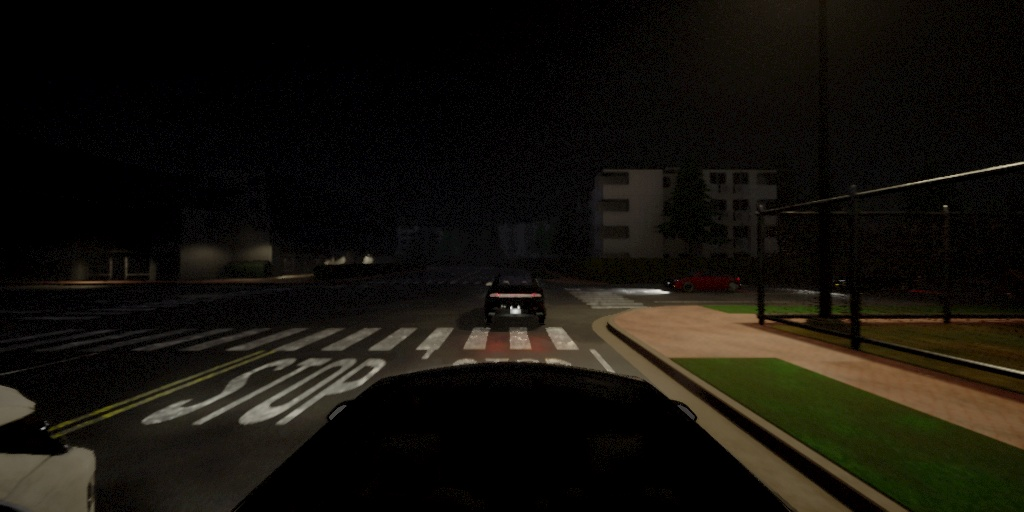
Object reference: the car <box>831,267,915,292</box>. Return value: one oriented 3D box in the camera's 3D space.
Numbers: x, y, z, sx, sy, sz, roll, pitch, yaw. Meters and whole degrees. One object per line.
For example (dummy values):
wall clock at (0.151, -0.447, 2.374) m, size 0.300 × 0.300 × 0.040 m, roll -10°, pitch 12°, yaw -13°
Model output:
car at (21.750, 1.418, 22.072) m, size 4.892 × 1.490 × 1.837 m, roll 0°, pitch -1°, yaw 0°

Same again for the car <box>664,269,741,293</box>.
car at (11.605, 1.478, 22.023) m, size 4.181 × 1.385 × 1.994 m, roll 0°, pitch -1°, yaw 0°

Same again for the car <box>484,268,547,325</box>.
car at (0.101, 1.335, 12.306) m, size 2.128 × 1.511 × 4.902 m, roll 0°, pitch -1°, yaw 0°

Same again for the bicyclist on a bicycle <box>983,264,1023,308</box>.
bicyclist on a bicycle at (18.262, 1.137, 13.086) m, size 0.582 × 1.620 × 1.656 m, roll 0°, pitch -1°, yaw 0°
